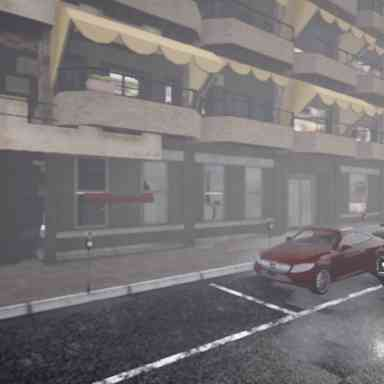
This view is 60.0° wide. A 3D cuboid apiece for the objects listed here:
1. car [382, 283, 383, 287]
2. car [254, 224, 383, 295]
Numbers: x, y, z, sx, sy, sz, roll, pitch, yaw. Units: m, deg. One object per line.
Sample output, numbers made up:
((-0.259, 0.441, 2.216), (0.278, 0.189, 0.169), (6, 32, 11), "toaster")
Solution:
((6.102, 1.555, 7.428), (4.718, 1.301, 1.895), (0, 0, -36), "car")
((3.474, 1.544, 8.572), (4.206, 1.307, 1.802), (0, 1, -36), "car")
